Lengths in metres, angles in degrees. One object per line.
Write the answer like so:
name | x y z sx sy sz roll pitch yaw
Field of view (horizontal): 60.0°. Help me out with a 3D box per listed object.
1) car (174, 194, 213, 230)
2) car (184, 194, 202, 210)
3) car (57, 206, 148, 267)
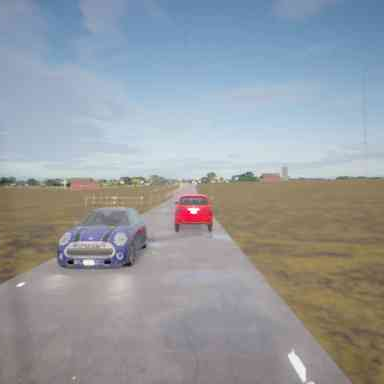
car | 0.095 1.153 20.536 2.150 2.045 5.566 0 0 0
car | 0.089 1.116 39.819 2.097 1.767 4.553 0 1 0
car | -2.801 1.327 11.334 2.097 1.767 4.553 0 0 1
